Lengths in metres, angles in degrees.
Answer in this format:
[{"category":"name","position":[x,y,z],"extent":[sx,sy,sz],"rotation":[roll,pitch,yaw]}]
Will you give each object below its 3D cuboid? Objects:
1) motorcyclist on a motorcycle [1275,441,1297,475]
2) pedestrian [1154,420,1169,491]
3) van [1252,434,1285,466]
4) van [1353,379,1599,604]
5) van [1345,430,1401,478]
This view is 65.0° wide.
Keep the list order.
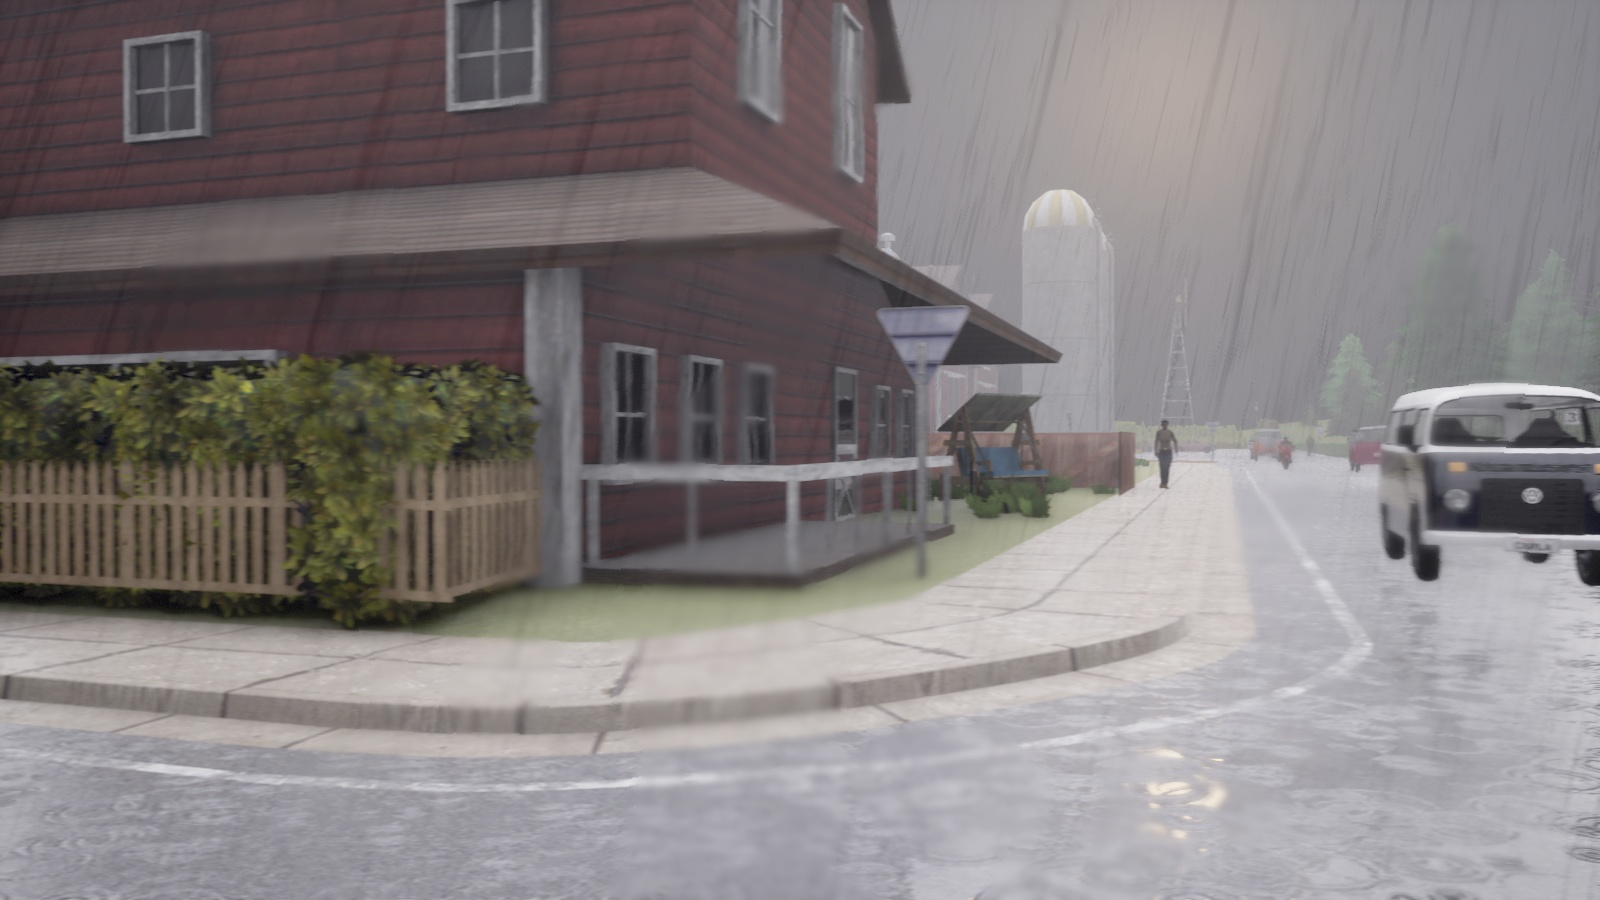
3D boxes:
[{"category":"motorcyclist on a motorcycle","position":[21.839,0.343,56.440],"extent":[0.797,1.523,2.044],"rotation":[1,1,19]},{"category":"pedestrian","position":[9.371,0.144,32.520],"extent":[0.328,1.805,0.869],"rotation":[0,1,18]},{"category":"van","position":[29.745,-0.037,79.811],"extent":[1.775,1.987,4.442],"rotation":[1,1,19]},{"category":"van","position":[7.386,0.360,13.698],"extent":[2.069,2.038,4.480],"rotation":[1,1,19]},{"category":"van","position":[25.042,0.145,54.978],"extent":[1.775,1.987,4.442],"rotation":[1,1,19]}]
